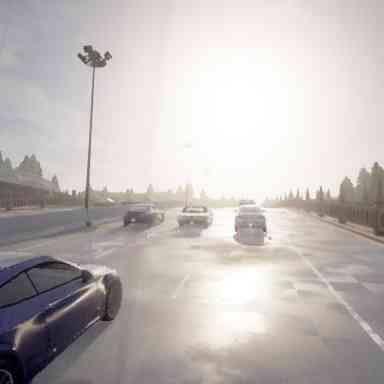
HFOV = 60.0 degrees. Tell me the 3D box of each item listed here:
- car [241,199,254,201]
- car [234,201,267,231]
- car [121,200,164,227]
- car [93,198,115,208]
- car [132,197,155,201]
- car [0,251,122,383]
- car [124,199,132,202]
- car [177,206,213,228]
[{"bbox_3d":[6.208,1.470,37.403,1.882,1.535,5.008,0,0,9],"label":"car"},{"bbox_3d":[3.537,1.523,20.396,1.812,1.442,4.674,0,0,9],"label":"car"},{"bbox_3d":[-3.201,1.516,22.527,1.812,1.442,4.674,0,0,9],"label":"car"},{"bbox_3d":[-13.204,1.587,49.984,1.812,1.442,4.674,0,-2,9],"label":"car"},{"bbox_3d":[-6.473,1.520,47.792,1.882,1.535,5.008,0,-1,9],"label":"car"},{"bbox_3d":[-2.486,1.525,4.429,1.812,1.442,4.674,0,0,9],"label":"car"},{"bbox_3d":[-9.425,1.723,51.377,1.895,1.301,4.718,0,-2,9],"label":"car"},{"bbox_3d":[0.341,1.595,22.524,1.895,1.301,4.718,0,0,9],"label":"car"}]
